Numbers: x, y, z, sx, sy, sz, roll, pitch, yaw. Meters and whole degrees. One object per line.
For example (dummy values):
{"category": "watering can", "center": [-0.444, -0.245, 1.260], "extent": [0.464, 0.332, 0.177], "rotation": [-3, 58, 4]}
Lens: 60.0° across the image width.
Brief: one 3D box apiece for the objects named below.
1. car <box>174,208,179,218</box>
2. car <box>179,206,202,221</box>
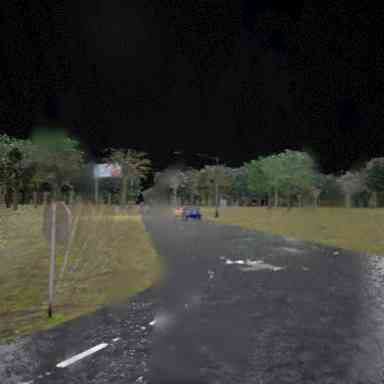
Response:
{"category": "car", "center": [-1.819, 3.442, 57.120], "extent": [2.097, 1.767, 4.553], "rotation": [1, -2, -10]}
{"category": "car", "center": [-0.087, 2.985, 46.917], "extent": [2.150, 2.045, 5.566], "rotation": [1, -2, -10]}
